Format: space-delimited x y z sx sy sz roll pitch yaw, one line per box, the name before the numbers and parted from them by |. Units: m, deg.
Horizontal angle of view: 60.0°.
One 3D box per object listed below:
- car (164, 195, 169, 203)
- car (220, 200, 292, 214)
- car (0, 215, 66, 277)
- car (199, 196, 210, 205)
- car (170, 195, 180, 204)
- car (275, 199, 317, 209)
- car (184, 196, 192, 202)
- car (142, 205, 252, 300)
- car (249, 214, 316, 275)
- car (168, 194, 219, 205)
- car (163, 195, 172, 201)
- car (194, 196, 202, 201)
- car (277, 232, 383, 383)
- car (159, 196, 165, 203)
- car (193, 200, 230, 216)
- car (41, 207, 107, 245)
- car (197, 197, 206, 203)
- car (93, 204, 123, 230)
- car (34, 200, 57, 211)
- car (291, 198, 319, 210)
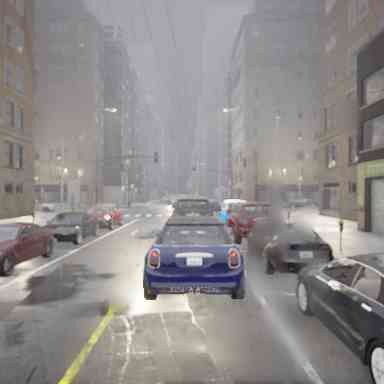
car | -3.448 1.706 61.200 2.128 1.511 4.902 0 0 -1
car | 2.813 1.365 15.849 2.192 1.841 5.009 0 0 0
car | -5.696 1.615 10.289 1.802 1.307 4.206 0 0 0
car | 2.372 1.671 65.260 1.967 1.590 4.097 0 0 -1
car | -3.628 1.610 70.834 2.097 1.767 4.553 0 0 -1
car | 15.036 1.692 48.217 5.357 1.411 2.033 0 0 0
car | -1.119 1.898 90.493 1.994 1.385 4.181 0 0 -1
car | 0.015 1.380 8.602 2.097 1.767 4.553 0 0 -1
car | 2.830 1.599 10.324 1.947 1.339 4.313 0 0 0
car | 0.044 1.283 18.341 2.150 2.045 5.566 0 0 0
car | -6.861 1.681 93.322 2.192 1.841 5.009 0 0 -1
car | 1.662 1.912 93.521 1.887 1.381 4.507 0 0 -1
car | 2.847 1.566 4.800 2.008 1.369 4.403 0 0 0
car | -6.434 1.718 76.361 1.967 1.590 4.097 0 0 -1
car | 2.146 1.627 35.421 1.812 1.442 4.674 -1 0 33
car | -5.713 1.616 15.814 1.947 1.339 4.313 0 0 0
car | 2.089 1.861 76.566 1.802 1.307 4.206 0 0 -1
car | -5.731 1.507 21.340 1.967 1.590 4.097 0 0 0
car | -17.881 1.658 37.988 4.674 1.442 1.812 0 0 -2
car | 14.903 1.622 44.966 4.902 1.511 2.128 0 0 0
